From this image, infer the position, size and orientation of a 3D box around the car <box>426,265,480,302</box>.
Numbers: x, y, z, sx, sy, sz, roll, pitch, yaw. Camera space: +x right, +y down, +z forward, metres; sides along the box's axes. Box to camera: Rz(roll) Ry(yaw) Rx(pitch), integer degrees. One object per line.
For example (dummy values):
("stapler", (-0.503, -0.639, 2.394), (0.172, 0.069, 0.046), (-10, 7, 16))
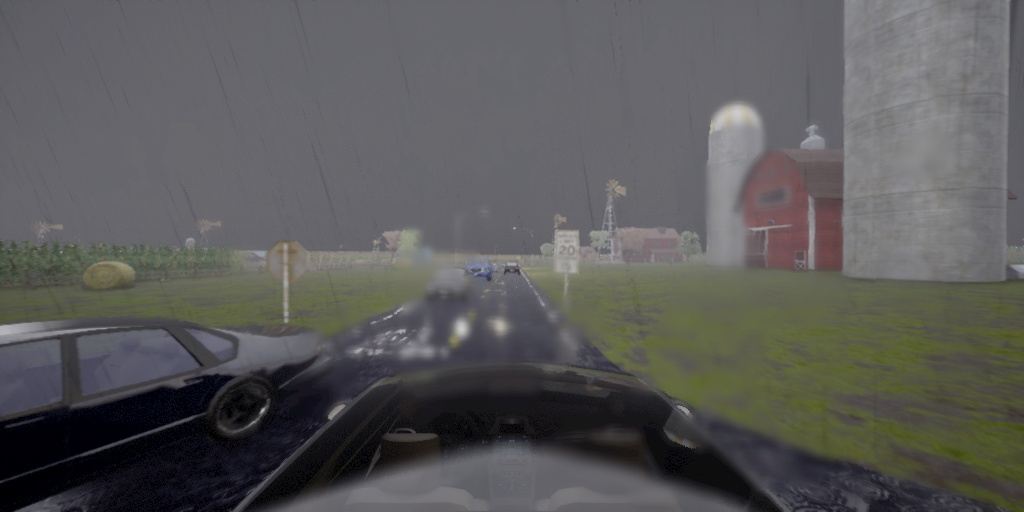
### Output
("car", (-2.846, 1.332, 17.463), (1.837, 1.490, 4.892), (0, -1, 0))

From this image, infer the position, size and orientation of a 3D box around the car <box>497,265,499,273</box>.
("car", (-2.749, 1.567, 47.743), (2.033, 1.411, 5.357), (0, 0, 0))

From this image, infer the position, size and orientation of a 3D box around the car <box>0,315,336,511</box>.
("car", (-4.262, 1.306, 3.043), (2.033, 1.411, 5.357), (0, 0, 23))

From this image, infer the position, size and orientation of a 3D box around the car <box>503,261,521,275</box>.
("car", (0.001, 1.438, 42.733), (1.882, 1.535, 5.008), (0, 0, 0))

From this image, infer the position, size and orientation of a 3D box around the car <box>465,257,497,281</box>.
("car", (-2.830, 1.125, 31.962), (2.150, 2.045, 5.566), (0, -1, 0))
